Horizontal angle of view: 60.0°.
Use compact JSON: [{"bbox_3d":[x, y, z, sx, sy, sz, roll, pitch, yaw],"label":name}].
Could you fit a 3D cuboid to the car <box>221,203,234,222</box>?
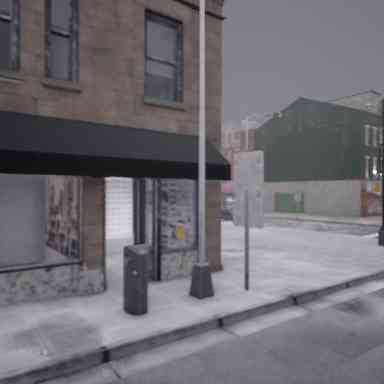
[{"bbox_3d":[2.850,1.616,27.020,2.033,1.411,5.357,0,0,-36],"label":"car"}]
